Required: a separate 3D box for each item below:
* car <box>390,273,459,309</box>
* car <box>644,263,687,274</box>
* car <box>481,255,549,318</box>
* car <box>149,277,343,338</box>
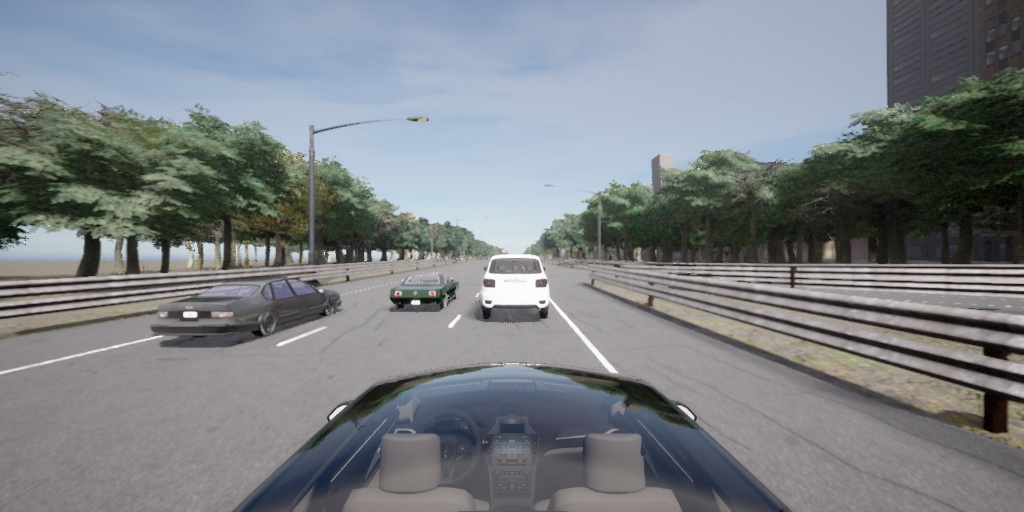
[{"bbox_3d":[-3.400,1.357,14.907,1.895,1.301,4.718,0,0,0],"label":"car"},{"bbox_3d":[11.325,1.247,27.823,1.812,1.442,4.674,0,0,-22],"label":"car"},{"bbox_3d":[0.099,0.978,13.245,2.150,2.045,5.566,0,0,0],"label":"car"},{"bbox_3d":[-6.902,1.304,10.199,2.033,1.411,5.357,0,0,0],"label":"car"}]
